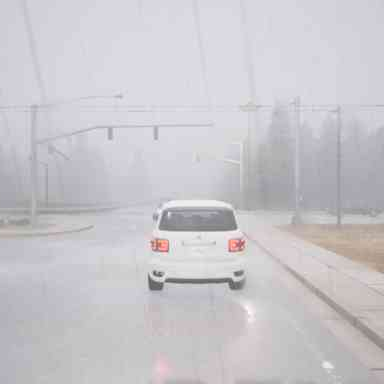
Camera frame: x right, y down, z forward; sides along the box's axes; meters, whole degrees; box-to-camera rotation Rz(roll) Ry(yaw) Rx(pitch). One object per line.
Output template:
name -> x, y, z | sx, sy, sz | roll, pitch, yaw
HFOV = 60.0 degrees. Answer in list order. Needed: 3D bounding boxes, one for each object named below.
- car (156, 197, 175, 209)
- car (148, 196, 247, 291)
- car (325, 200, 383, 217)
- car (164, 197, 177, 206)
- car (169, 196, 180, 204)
car -> -3.612, 1.480, 46.134 | 2.128, 1.511, 4.902 | 0, 0, 0
car -> 0.061, 1.215, 9.178 | 2.150, 2.045, 5.566 | 0, 0, -2
car -> 14.882, 1.510, 30.593 | 4.902, 1.511, 2.128 | 0, 0, 1
car -> -3.593, 1.550, 55.974 | 1.994, 1.385, 4.181 | 0, 0, 0
car -> -3.471, 1.547, 65.840 | 1.994, 1.385, 4.181 | 0, 0, 1
